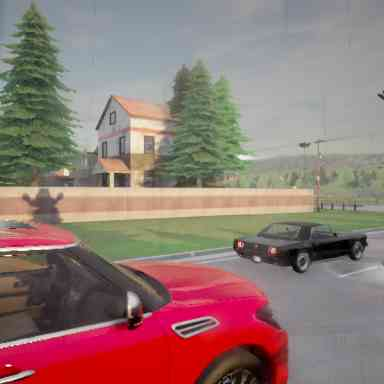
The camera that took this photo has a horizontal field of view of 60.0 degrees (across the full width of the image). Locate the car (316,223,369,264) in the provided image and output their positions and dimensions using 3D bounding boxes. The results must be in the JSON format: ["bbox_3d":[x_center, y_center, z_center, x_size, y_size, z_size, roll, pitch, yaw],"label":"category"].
[{"bbox_3d":[3.652,1.601,10.667,4.718,1.301,1.895,0,0,-36],"label":"car"}]

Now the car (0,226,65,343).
[{"bbox_3d":[-4.677,1.478,4.826,5.008,1.535,1.882,0,0,-34],"label":"car"}]

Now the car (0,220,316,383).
[{"bbox_3d":[-1.692,1.223,2.593,5.566,2.045,2.150,0,0,-35],"label":"car"}]
